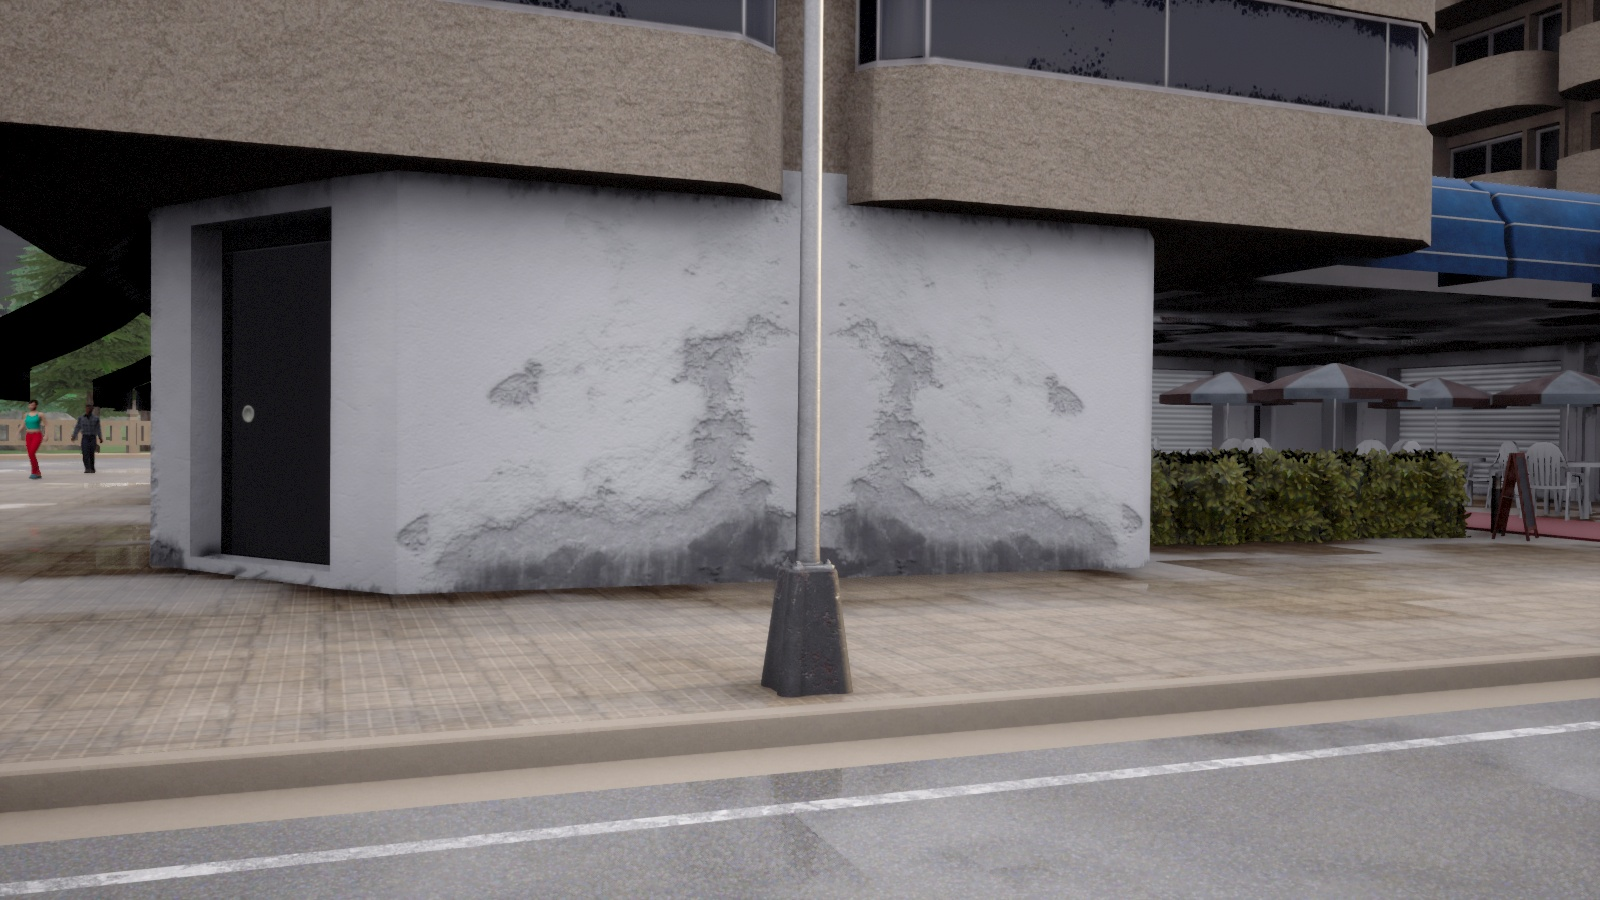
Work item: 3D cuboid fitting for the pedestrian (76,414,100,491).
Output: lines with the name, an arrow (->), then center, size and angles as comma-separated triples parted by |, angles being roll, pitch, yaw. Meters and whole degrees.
pedestrian -> -18.208, 0.065, 32.131 | 0.423, 1.949, 0.788 | -1, 1, -23

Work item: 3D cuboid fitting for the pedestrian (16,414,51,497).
pedestrian -> -17.312, 0.120, 28.361 | 0.345, 1.836, 0.594 | -1, 1, 6
